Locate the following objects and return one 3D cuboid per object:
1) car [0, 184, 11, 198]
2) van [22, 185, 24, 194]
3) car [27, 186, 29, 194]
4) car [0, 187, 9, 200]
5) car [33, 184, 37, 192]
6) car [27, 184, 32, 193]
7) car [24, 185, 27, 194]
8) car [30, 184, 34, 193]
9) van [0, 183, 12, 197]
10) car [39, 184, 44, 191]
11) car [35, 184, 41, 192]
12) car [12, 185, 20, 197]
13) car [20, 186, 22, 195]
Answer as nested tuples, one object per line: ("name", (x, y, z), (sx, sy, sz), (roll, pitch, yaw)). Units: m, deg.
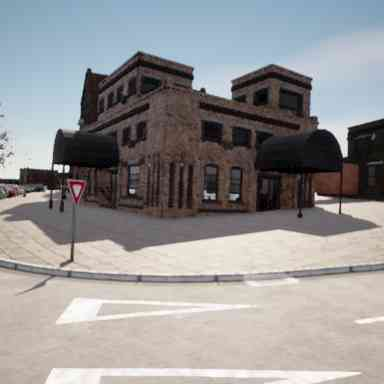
("car", (-28.401, 0.127, 46.408), (4.553, 1.767, 2.185), (3, 0, -21))
("van", (-32.967, -0.332, 59.162), (4.442, 1.987, 1.878), (3, 1, -19))
("car", (-34.798, -0.226, 64.313), (4.674, 1.452, 2.002), (3, 1, -17))
("car", (-27.474, 0.321, 43.817), (4.892, 1.521, 2.231), (3, 0, -21))
("car", (-37.167, -0.502, 72.150), (4.892, 1.521, 2.231), (3, 1, -16))
("car", (-35.642, -0.316, 66.910), (4.792, 1.488, 2.163), (3, 1, -17))
("car", (-34.133, -0.201, 61.659), (5.366, 1.575, 1.946), (3, 1, -18))
("car", (-36.373, -0.392, 69.538), (4.792, 1.488, 2.163), (3, 1, -16))
("van", (-29.502, -0.051, 48.935), (4.442, 1.987, 1.878), (3, 0, -21))
("car", (-39.970, -1.055, 82.833), (5.566, 2.045, 2.435), (3, 0, -13))
("car", (-38.664, -0.637, 77.533), (4.792, 1.488, 2.163), (3, 1, -14))
("car", (-30.335, -0.141, 51.553), (5.566, 2.045, 2.435), (3, 1, -20))
("car", (-32.206, 0.003, 56.563), (4.674, 1.452, 2.002), (3, 1, -19))
